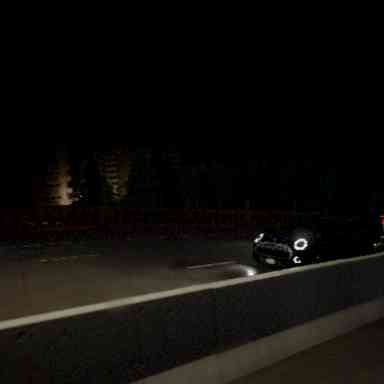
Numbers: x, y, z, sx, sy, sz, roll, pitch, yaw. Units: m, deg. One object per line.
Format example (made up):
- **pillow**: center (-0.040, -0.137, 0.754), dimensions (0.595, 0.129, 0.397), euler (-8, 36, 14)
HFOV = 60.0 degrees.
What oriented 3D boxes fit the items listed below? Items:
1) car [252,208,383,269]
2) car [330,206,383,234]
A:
- **car**: center (4.188, 1.568, 11.281), dimensions (4.553, 1.767, 2.097), euler (3, -2, -35)
- **car**: center (8.605, 1.837, 18.730), dimensions (5.566, 2.045, 2.150), euler (4, -2, -35)
